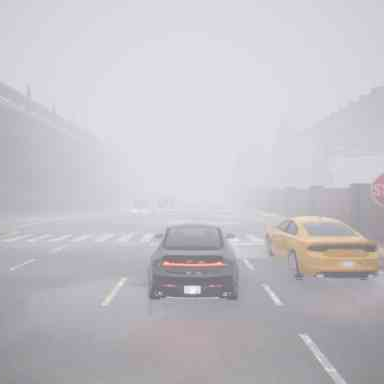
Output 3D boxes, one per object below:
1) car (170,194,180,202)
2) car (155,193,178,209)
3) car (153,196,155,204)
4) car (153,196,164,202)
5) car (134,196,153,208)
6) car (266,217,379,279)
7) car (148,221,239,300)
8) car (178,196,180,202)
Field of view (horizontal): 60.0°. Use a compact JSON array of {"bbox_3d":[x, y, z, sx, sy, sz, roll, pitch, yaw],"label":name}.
[{"bbox_3d":[-3.913,1.345,76.349,2.097,1.767,4.553,0,0,-1],"label":"car"},{"bbox_3d":[-3.498,1.220,46.813,2.150,2.045,5.566,0,0,-1],"label":"car"},{"bbox_3d":[-7.199,1.477,59.448,1.882,1.535,5.008,0,0,-1],"label":"car"},{"bbox_3d":[-7.388,1.532,74.827,2.033,1.411,5.357,0,0,-1],"label":"car"},{"bbox_3d":[-7.007,1.601,46.880,1.895,1.301,4.718,0,0,-1],"label":"car"},{"bbox_3d":[3.575,1.478,10.061,1.882,1.535,5.008,0,0,0],"label":"car"},{"bbox_3d":[0.059,1.505,8.379,1.837,1.490,4.892,0,0,1],"label":"car"},{"bbox_3d":[-3.723,1.492,61.161,2.128,1.511,4.902,0,0,-1],"label":"car"}]
